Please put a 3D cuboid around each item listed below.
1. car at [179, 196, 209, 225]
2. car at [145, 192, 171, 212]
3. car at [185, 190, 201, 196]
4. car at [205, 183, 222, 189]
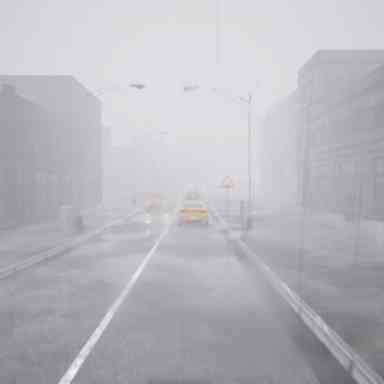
[{"bbox_3d":[0.102,1.314,22.679,1.882,1.535,5.008,0,2,0],"label":"car"},{"bbox_3d":[-3.093,0.868,31.034,2.097,1.767,4.553,0,3,0],"label":"car"},{"bbox_3d":[0.103,0.375,42.437,1.994,1.385,4.181,0,3,0],"label":"car"},{"bbox_3d":[4.802,-1.313,72.581,4.674,1.442,1.812,-2,2,-42],"label":"car"}]
